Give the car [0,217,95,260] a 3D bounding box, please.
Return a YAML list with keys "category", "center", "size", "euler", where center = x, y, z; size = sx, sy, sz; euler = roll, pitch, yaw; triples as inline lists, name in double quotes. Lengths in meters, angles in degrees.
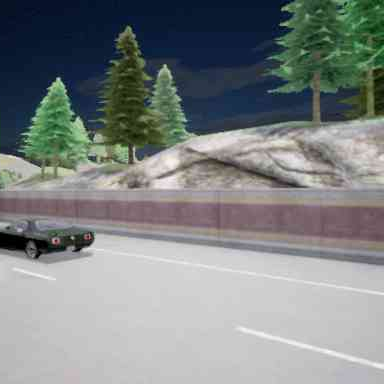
- category: "car"
  center: [-5.844, 1.589, 12.411]
  size: [4.718, 1.301, 1.895]
  euler: [0, 0, 36]
